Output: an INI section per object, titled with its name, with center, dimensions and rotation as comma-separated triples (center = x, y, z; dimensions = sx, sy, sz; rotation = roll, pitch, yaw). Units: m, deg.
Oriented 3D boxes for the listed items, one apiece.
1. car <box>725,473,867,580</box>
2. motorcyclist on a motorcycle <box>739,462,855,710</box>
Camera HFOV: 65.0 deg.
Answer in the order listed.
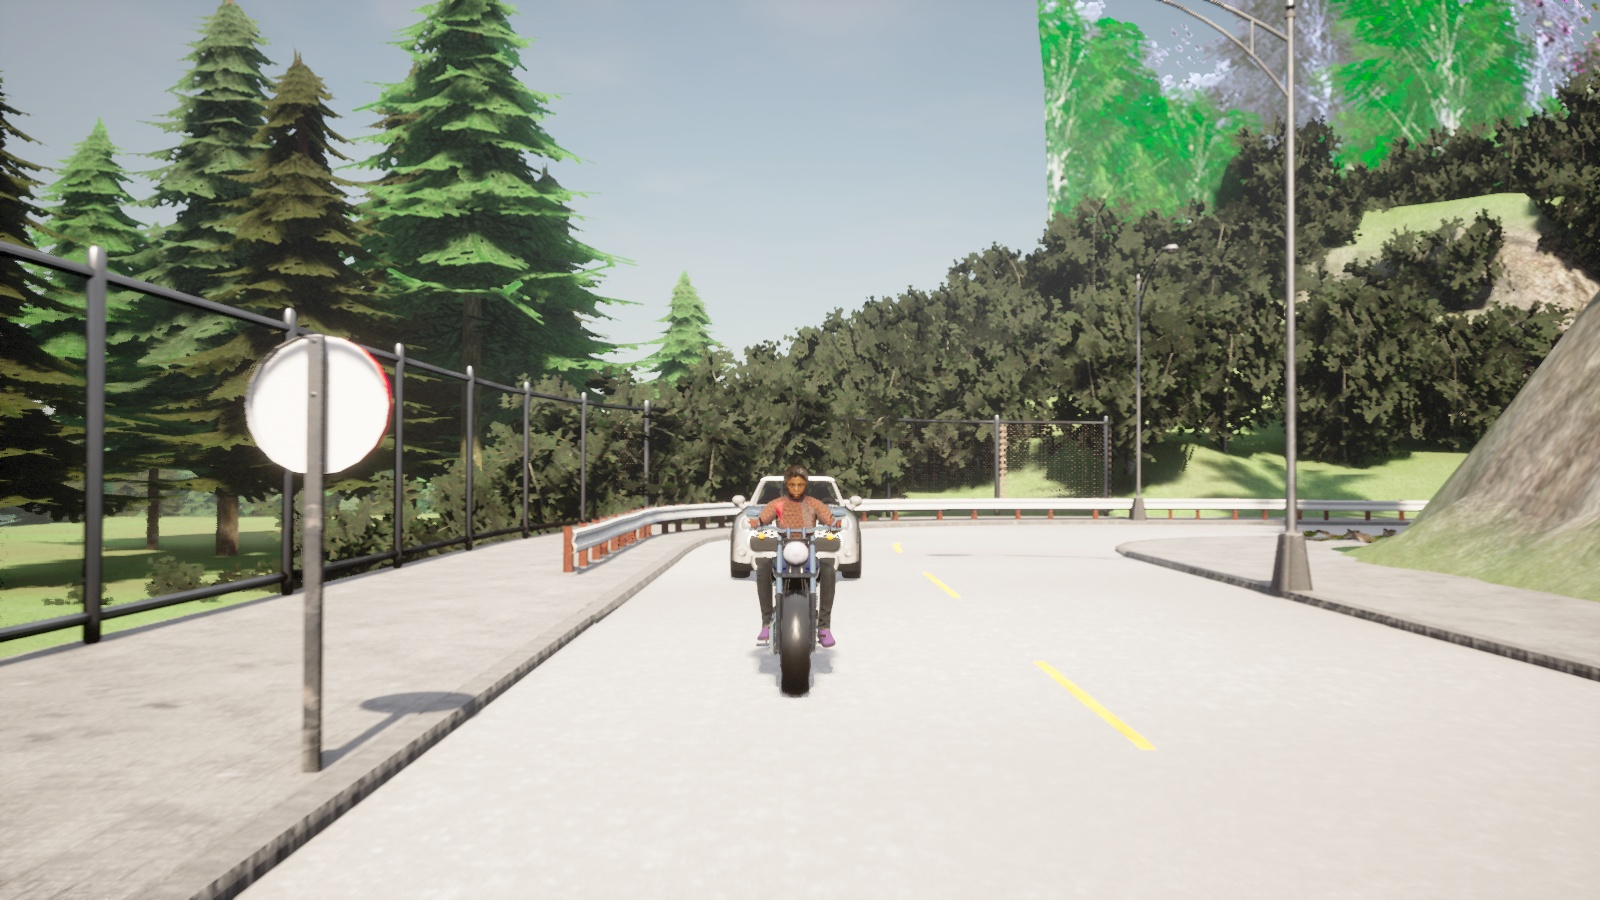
[car]
center = -0.033, 1.097, 19.369
dimensions = 1.970, 1.475, 3.806
rotation = 0, -1, 1
[motorcyclist on a motorcycle]
center = -0.024, 0.922, 9.565
dimensions = 0.766, 1.649, 2.350
rotation = 0, -1, 0
